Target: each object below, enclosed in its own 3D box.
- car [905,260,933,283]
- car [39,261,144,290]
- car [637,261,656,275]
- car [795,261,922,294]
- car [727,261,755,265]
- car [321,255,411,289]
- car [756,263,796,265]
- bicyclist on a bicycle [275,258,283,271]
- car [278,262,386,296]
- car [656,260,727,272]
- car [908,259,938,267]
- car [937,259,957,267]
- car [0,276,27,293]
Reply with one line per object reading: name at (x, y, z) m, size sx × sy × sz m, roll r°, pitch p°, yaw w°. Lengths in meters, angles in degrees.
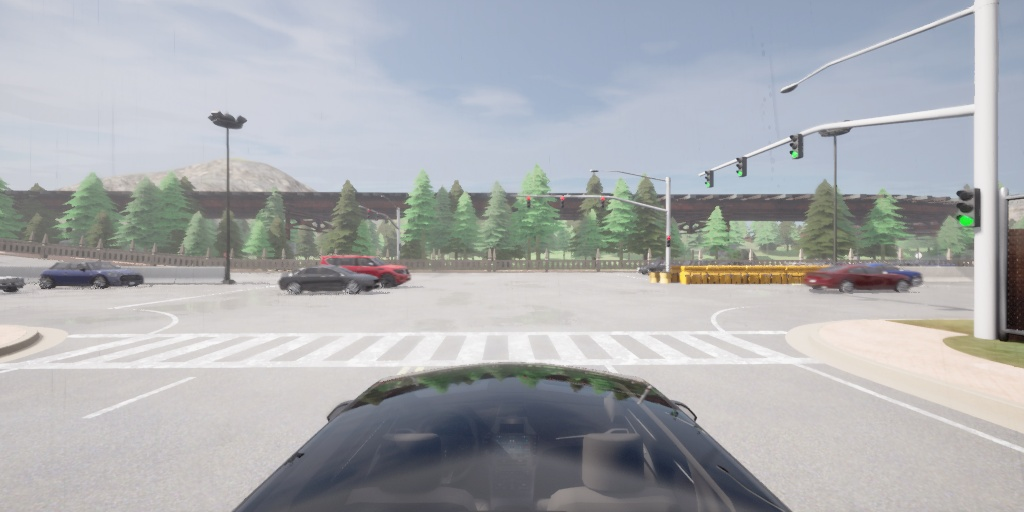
car at (23.884, 1.227, 23.511) m, size 5.008 × 1.535 × 1.882 m, roll 0°, pitch 0°, yaw -2°
car at (-25.607, 1.095, 21.977) m, size 4.553 × 1.767 × 2.097 m, roll 0°, pitch 0°, yaw -2°
car at (15.576, 1.241, 37.460) m, size 4.902 × 1.511 × 2.128 m, roll 0°, pitch 0°, yaw -2°
car at (19.051, 1.227, 19.859) m, size 5.008 × 1.535 × 1.882 m, roll 0°, pitch 0°, yaw -2°
car at (20.519, 1.255, 34.112) m, size 4.892 × 1.490 × 1.837 m, roll 0°, pitch 0°, yaw -2°
car at (-9.271, 0.974, 22.480) m, size 5.566 × 2.045 × 2.150 m, roll 0°, pitch 0°, yaw -2°
car at (24.013, 1.276, 30.701) m, size 4.674 × 1.442 × 1.812 m, roll 0°, pitch 0°, yaw -2°
bicyclist on a bicycle at (-28.452, 1.041, 43.882) m, size 0.582 × 1.620 × 1.656 m, roll 0°, pitch 0°, yaw -2°
car at (-9.593, 1.256, 18.969) m, size 4.892 × 1.490 × 1.837 m, roll 0°, pitch 0°, yaw -2°
car at (15.184, 1.102, 30.445) m, size 4.553 × 1.767 × 2.097 m, roll 0°, pitch 0°, yaw -2°
car at (33.219, 1.255, 31.001) m, size 4.892 × 1.490 × 1.837 m, roll 0°, pitch 0°, yaw -2°
car at (39.984, 1.102, 34.699) m, size 4.553 × 1.767 × 2.097 m, roll 0°, pitch 0°, yaw -2°
car at (-28.333, 1.329, 18.391) m, size 4.718 × 1.301 × 1.895 m, roll 1°, pitch 0°, yaw -2°
